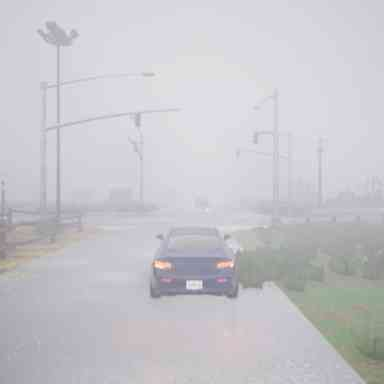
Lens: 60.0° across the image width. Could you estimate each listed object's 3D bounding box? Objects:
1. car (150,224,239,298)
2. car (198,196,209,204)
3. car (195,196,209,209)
[{"bbox_3d":[0.042,1.522,8.351,1.812,1.442,4.674,0,0,0],"label":"car"},{"bbox_3d":[2.168,1.487,62.043,2.033,1.411,5.357,0,0,3],"label":"car"},{"bbox_3d":[1.378,1.423,45.830,1.882,1.535,5.008,0,0,3],"label":"car"}]
